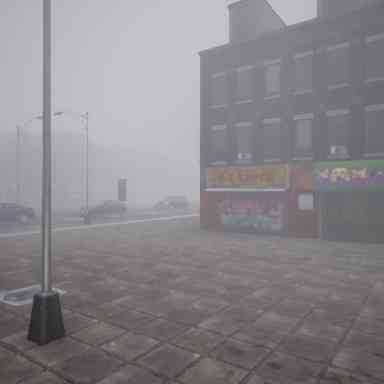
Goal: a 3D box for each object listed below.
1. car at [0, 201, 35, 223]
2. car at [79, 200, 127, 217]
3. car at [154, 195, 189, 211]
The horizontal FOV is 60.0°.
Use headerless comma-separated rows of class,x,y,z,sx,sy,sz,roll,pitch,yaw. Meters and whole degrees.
car,-13.390,1.432,22.690,1.882,1.535,5.008,0,0,35
car,-8.027,1.446,30.346,1.812,1.442,4.674,0,0,35
car,-2.308,1.237,38.495,2.097,1.767,4.553,0,0,35
